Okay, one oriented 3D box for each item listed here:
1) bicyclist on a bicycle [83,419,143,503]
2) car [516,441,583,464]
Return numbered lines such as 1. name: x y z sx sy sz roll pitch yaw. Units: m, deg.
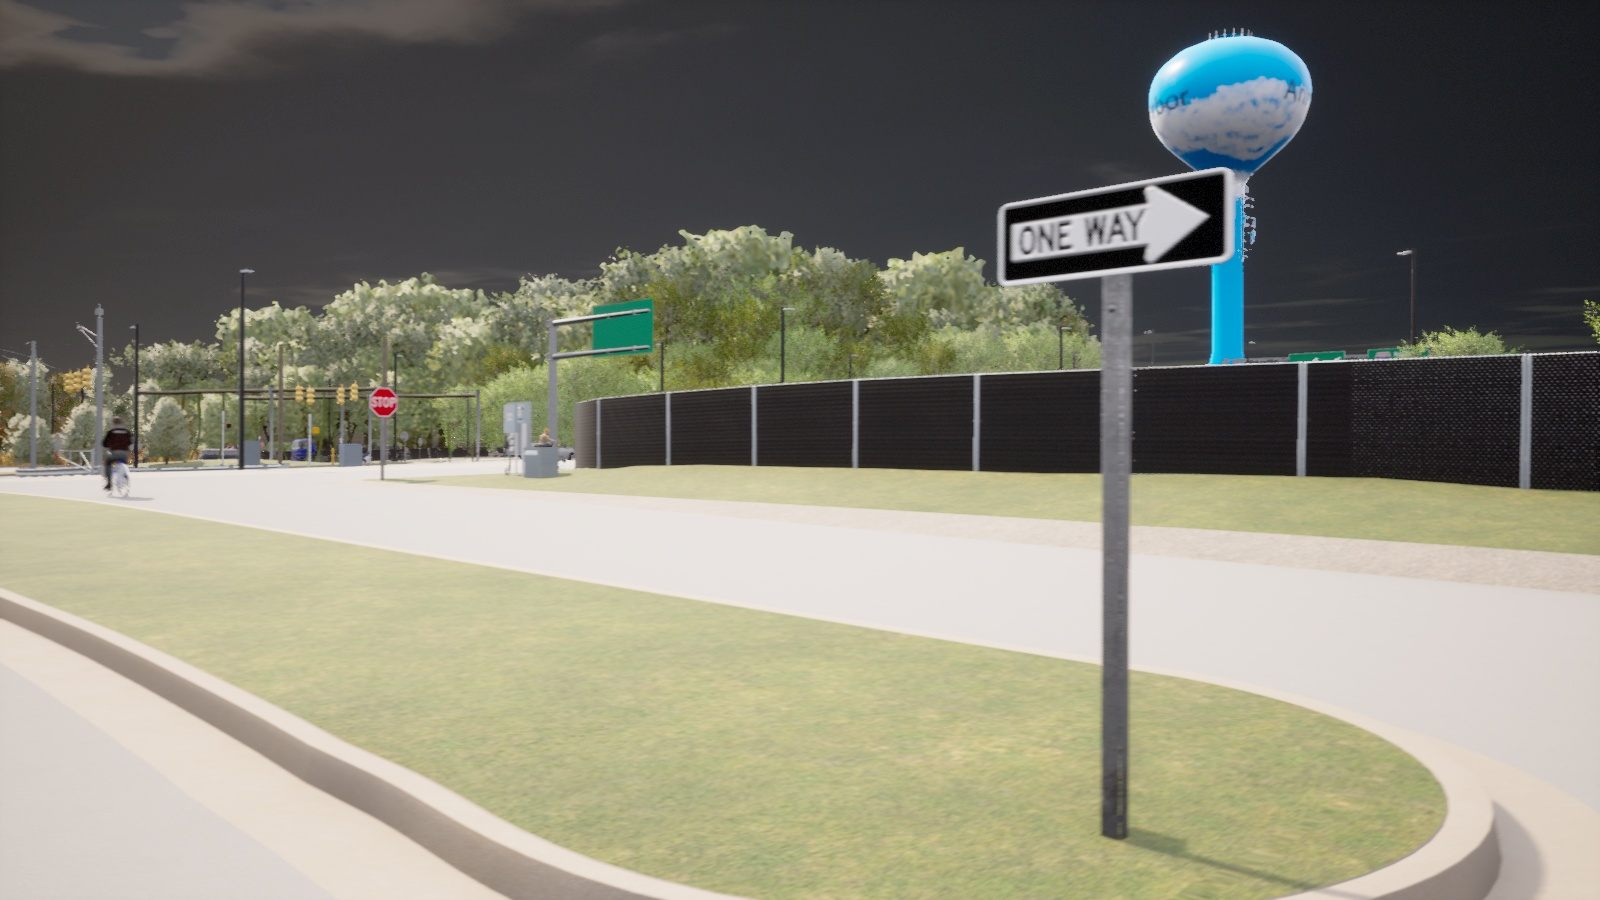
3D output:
1. bicyclist on a bicycle: -14.923 0.224 27.268 0.659 1.776 1.843 -1 1 -44
2. car: -18.741 0.190 94.050 2.007 1.525 4.514 0 2 44
